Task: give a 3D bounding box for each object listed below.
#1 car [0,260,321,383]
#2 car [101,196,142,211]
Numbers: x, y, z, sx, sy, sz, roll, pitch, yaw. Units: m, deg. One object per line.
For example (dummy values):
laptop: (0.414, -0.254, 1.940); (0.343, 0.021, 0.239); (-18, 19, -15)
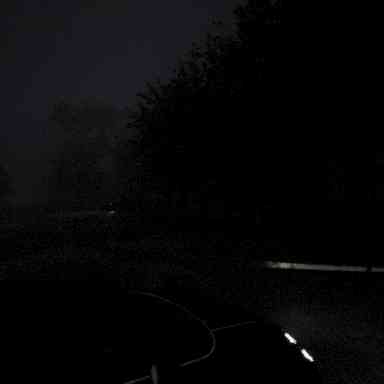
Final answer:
car: (-1.069, 1.351, 2.460); (4.553, 1.767, 2.097); (0, 0, -35)
car: (-7.720, 1.250, 36.755); (1.882, 1.535, 5.008); (-1, 1, 38)
